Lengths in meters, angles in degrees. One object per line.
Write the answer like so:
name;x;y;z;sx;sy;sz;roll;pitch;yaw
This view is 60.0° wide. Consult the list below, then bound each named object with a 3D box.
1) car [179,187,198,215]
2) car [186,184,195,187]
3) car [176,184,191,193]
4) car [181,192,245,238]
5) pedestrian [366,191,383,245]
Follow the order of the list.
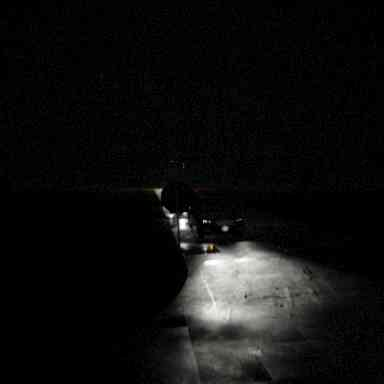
car;-0.234;0.691;24.129;1.837;1.490;4.892;-3;2;-7
car;-0.361;-0.207;48.925;1.895;1.301;4.718;-3;2;-7
car;-1.628;-0.646;59.031;2.128;1.511;4.902;-3;2;-7
car;0.929;1.017;14.867;2.128;1.511;4.902;-3;2;-7
pedestrian;5.934;0.789;10.688;0.375;1.860;0.375;-1;0;-7
